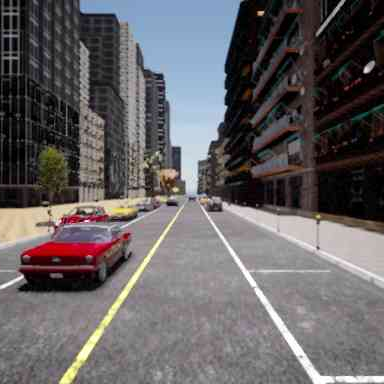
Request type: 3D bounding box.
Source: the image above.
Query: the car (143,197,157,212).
[{"bbox_3d":[-5.672,1.599,39.734,2.008,1.369,4.403,0,0,0],"label":"car"}]

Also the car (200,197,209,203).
[{"bbox_3d":[2.724,1.694,72.925,1.802,1.307,4.206,0,0,0],"label":"car"}]

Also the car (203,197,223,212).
[{"bbox_3d":[2.709,1.601,39.729,2.008,1.369,4.403,0,0,0],"label":"car"}]

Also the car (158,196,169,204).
[{"bbox_3d":[-5.659,1.623,67.226,1.752,1.417,4.829,0,0,0],"label":"car"}]

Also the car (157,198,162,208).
[{"bbox_3d":[-5.669,1.497,45.267,1.967,1.590,4.097,0,0,0],"label":"car"}]

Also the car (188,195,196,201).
[{"bbox_3d":[0.038,1.468,79.882,2.128,1.511,4.902,0,0,0],"label":"car"}]

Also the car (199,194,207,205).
[{"bbox_3d":[2.378,1.543,60.719,1.801,1.575,5.366,0,0,0],"label":"car"}]

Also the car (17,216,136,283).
[{"bbox_3d":[-3.088,1.610,9.785,1.895,1.301,4.718,0,0,0],"label":"car"}]

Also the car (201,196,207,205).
[{"bbox_3d":[2.711,1.609,45.262,2.008,1.369,4.403,0,0,0],"label":"car"}]

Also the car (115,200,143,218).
[{"bbox_3d":[-5.677,1.556,28.499,1.752,1.417,4.829,0,0,0],"label":"car"}]

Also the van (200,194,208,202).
[{"bbox_3d":[2.726,1.467,78.458,1.690,1.788,3.998,0,0,0],"label":"van"}]

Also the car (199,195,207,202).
[{"bbox_3d":[2.729,1.579,83.990,1.967,1.590,4.097,0,0,0],"label":"car"}]

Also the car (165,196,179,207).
[{"bbox_3d":[-3.039,1.670,52.704,1.895,1.301,4.718,0,0,1],"label":"car"}]

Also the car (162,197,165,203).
[{"bbox_3d":[-5.667,1.616,50.798,2.008,1.369,4.403,0,0,0],"label":"car"}]

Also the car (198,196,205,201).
[{"bbox_3d":[2.734,1.716,95.055,2.008,1.369,4.403,0,0,0],"label":"car"}]

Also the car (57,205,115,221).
[{"bbox_3d":[-5.683,1.457,17.603,1.967,1.590,4.097,0,0,0],"label":"car"}]

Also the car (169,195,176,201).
[{"bbox_3d":[-5.646,1.688,94.890,1.752,1.417,4.829,0,0,0],"label":"car"}]
